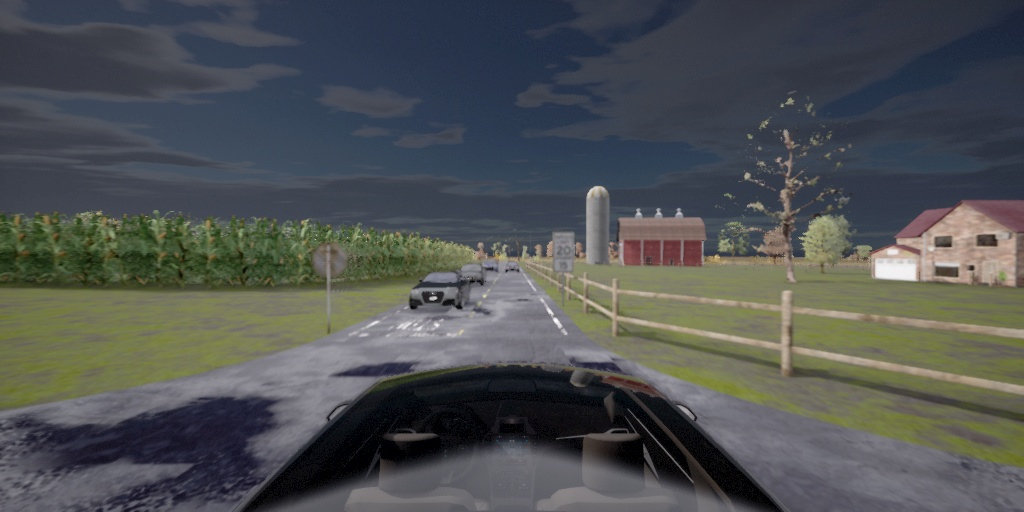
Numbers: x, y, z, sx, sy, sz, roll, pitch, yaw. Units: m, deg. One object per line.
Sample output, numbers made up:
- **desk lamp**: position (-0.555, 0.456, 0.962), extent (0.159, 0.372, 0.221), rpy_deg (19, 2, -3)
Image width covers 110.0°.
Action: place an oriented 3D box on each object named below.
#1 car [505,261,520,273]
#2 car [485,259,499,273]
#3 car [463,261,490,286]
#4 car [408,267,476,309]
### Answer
- **car**: position (0.054, 1.403, 45.580), extent (2.033, 1.411, 5.357), rpy_deg (0, 0, 0)
- **car**: position (-2.791, 1.207, 45.510), extent (2.097, 1.767, 4.553), rpy_deg (0, 0, 1)
- **car**: position (-2.851, 1.307, 26.035), extent (1.837, 1.490, 4.892), rpy_deg (0, 0, 0)
- **car**: position (-2.848, 1.340, 14.928), extent (1.994, 1.385, 4.181), rpy_deg (0, 0, 0)
